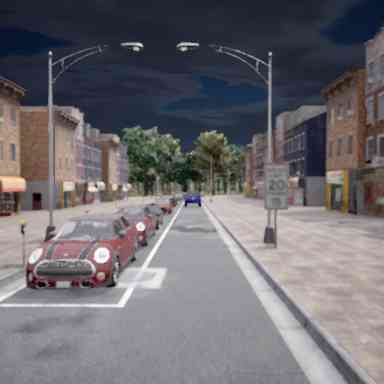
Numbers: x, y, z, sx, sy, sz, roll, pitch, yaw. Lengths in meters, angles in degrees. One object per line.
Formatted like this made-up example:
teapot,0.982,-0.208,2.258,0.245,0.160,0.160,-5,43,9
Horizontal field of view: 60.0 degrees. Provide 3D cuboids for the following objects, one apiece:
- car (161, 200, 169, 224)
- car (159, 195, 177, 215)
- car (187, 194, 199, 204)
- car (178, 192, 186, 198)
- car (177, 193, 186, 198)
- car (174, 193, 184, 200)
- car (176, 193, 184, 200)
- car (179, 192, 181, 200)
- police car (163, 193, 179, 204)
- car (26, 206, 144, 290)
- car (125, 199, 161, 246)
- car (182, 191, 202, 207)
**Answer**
car,-2.641,1.384,19.678,1.947,1.339,4.313,-1,1,0
car,-2.639,1.271,30.547,1.887,1.381,4.507,-1,0,0
car,0.108,1.051,53.322,1.837,1.490,4.892,0,0,0
car,-2.629,0.694,90.328,1.967,1.590,4.097,-1,0,0
car,-2.629,0.861,84.894,1.947,1.339,4.313,-1,0,0
car,-2.632,0.986,68.590,1.947,1.339,4.313,-1,0,0
car,-2.631,0.960,74.025,1.802,1.307,4.206,-1,0,0
car,-3.009,1.083,48.426,1.837,1.490,4.892,0,0,0
police car,-2.999,1.059,41.536,1.930,1.638,5.238,0,0,0
car,-2.644,1.354,8.809,1.967,1.590,4.097,0,1,0
car,-2.643,1.306,14.243,1.967,1.590,4.097,0,1,0
car,0.114,0.848,43.447,2.150,2.045,5.566,0,0,-1
